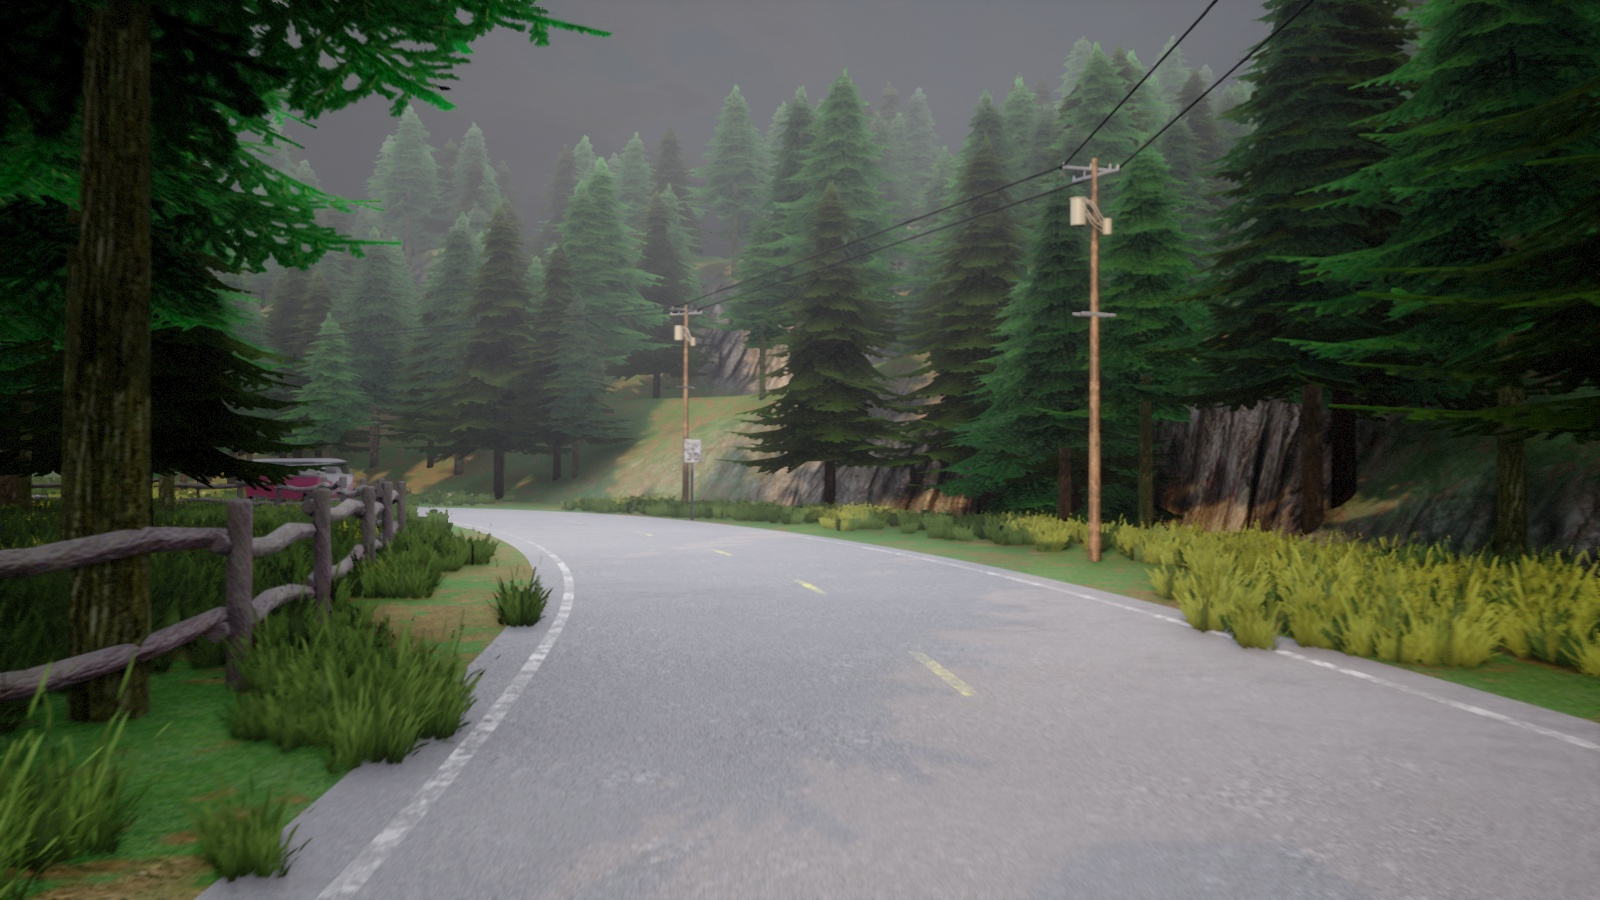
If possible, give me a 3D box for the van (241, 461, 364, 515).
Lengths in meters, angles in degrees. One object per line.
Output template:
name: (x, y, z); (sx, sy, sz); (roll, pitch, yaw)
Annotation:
van: (-19.048, 1.452, 48.080); (4.442, 1.987, 1.775); (-1, -1, 24)
